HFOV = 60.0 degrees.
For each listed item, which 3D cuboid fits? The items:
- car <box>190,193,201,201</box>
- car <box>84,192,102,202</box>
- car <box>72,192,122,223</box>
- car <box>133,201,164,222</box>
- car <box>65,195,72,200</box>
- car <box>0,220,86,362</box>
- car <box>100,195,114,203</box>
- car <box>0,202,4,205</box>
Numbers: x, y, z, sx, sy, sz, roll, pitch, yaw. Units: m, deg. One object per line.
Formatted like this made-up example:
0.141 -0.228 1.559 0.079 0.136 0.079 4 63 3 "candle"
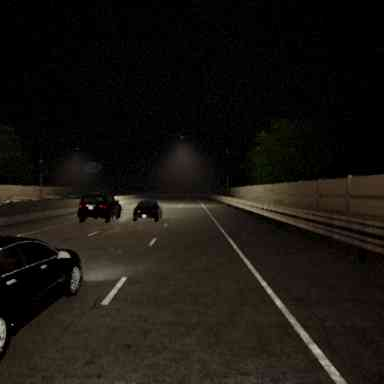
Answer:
1.242 1.243 84.265 2.097 1.767 4.553 0 0 0 "car"
-20.986 1.102 70.624 2.150 2.045 5.566 0 0 0 "car"
-6.895 1.177 25.311 2.150 2.045 5.566 0 0 0 "car"
-3.394 1.458 26.038 1.837 1.490 4.892 0 0 0 "car"
-24.486 1.346 68.351 1.882 1.535 5.008 0 0 0 "car"
-3.399 1.496 5.633 1.837 1.490 4.892 0 0 0 "car"
-17.486 1.390 68.766 1.812 1.442 4.674 0 0 0 "car"
-17.595 1.496 28.645 2.033 1.411 5.357 0 0 0 "car"
